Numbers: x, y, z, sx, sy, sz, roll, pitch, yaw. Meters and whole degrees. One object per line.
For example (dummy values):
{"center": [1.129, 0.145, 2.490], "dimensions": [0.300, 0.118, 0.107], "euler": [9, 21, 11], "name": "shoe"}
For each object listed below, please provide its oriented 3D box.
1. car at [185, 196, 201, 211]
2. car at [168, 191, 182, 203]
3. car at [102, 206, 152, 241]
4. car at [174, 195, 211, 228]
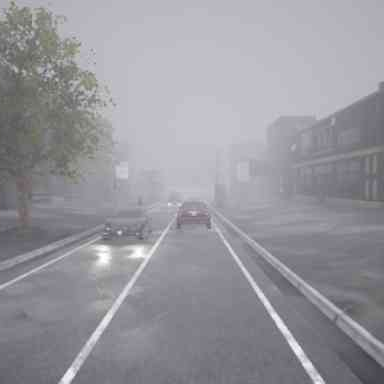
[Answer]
{"center": [0.106, 1.349, 40.403], "dimensions": [1.837, 1.490, 4.892], "euler": [0, 1, 0], "name": "car"}
{"center": [-3.029, 0.863, 58.516], "dimensions": [2.150, 2.045, 5.566], "euler": [0, 1, 1], "name": "car"}
{"center": [-3.096, 1.495, 16.653], "dimensions": [1.837, 1.490, 4.892], "euler": [0, 0, 0], "name": "car"}
{"center": [0.102, 1.324, 21.941], "dimensions": [2.097, 1.767, 4.553], "euler": [0, 0, 0], "name": "car"}
